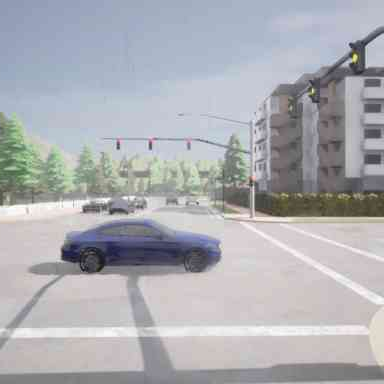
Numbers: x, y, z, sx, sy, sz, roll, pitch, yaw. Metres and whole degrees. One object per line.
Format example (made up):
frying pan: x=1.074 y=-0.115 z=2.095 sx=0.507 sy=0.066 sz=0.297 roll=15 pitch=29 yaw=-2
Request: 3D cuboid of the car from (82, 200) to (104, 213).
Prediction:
car: x=-10.535 y=1.593 z=36.647 sx=1.895 sy=1.301 sz=4.718 roll=0 pitch=0 yaw=0

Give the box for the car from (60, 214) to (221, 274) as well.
car: x=-1.468 y=1.523 z=9.945 sx=4.674 sy=1.442 sz=1.812 roll=0 pitch=0 yaw=-1

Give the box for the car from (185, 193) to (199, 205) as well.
car: x=0.059 y=1.209 z=58.095 sx=2.150 sy=2.045 sz=5.566 roll=0 pitch=0 yaw=0

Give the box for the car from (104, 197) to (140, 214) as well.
car: x=-7.049 y=1.540 z=34.058 sx=2.033 sy=1.411 sz=5.357 roll=0 pitch=0 yaw=1

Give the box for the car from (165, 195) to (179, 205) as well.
car: x=-3.441 y=1.340 z=58.025 sx=2.097 sy=1.767 sz=4.553 roll=0 pitch=0 yaw=0

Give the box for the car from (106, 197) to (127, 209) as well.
car: x=-10.517 y=1.468 z=46.687 sx=1.882 sy=1.535 sz=5.008 roll=0 pitch=0 yaw=0

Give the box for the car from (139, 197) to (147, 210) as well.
car: x=-7.033 y=1.482 z=43.708 sx=2.128 sy=1.511 sz=4.902 roll=0 pitch=0 yaw=0
